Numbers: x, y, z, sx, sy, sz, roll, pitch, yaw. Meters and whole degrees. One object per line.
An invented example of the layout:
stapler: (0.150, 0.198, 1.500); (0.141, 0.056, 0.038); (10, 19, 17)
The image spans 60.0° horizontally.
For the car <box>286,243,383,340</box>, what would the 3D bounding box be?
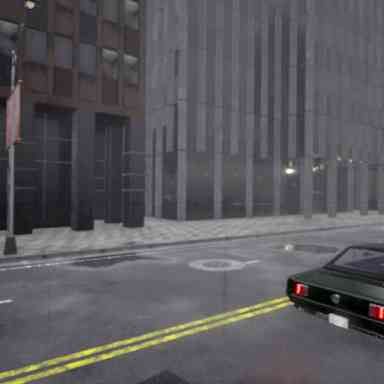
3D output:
car: (3.996, 1.629, 6.171); (4.718, 1.301, 1.895); (0, 0, -35)
